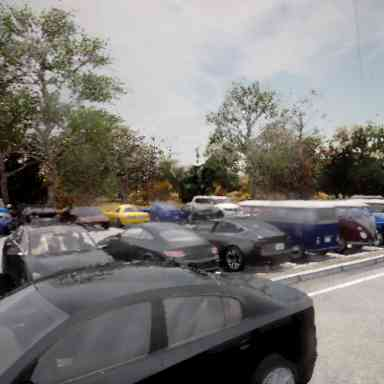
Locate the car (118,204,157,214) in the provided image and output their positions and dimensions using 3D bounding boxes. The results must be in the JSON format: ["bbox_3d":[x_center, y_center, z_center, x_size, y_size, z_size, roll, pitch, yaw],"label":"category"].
[{"bbox_3d":[-4.838,1.591,23.432,1.946,1.575,5.366,0,0,-36],"label":"car"}]

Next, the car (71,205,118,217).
[{"bbox_3d":[-6.966,1.606,21.643,2.163,1.488,4.792,1,0,-36],"label":"car"}]

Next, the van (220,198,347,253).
[{"bbox_3d":[3.396,1.372,13.158,1.878,1.987,4.442,0,0,-36],"label":"van"}]

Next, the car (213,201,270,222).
[{"bbox_3d":[4.292,1.649,29.757,2.097,1.535,5.008,0,0,-36],"label":"car"}]

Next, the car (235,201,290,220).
[{"bbox_3d":[6.548,1.661,31.374,2.097,1.535,5.008,0,0,-36],"label":"car"}]

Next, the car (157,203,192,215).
[{"bbox_3d":[-2.470,1.611,24.896,2.097,1.535,5.008,0,0,-36],"label":"car"}]

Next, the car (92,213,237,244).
[{"bbox_3d":[-1.095,1.596,9.791,2.002,1.452,4.674,1,0,-36],"label":"car"}]

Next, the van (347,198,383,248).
[{"bbox_3d":[5.809,1.389,14.601,1.878,1.987,4.442,0,0,-36],"label":"van"}]

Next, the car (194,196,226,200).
[{"bbox_3d":[2.057,1.386,28.113,2.435,2.045,5.566,0,0,-36],"label":"car"}]

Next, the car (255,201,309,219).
[{"bbox_3d":[8.803,1.675,32.993,2.231,1.521,4.892,0,0,-36],"label":"car"}]

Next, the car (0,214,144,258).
[{"bbox_3d":[-3.379,1.530,8.165,2.231,1.521,4.892,1,0,-36],"label":"car"}]

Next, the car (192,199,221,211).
[{"bbox_3d":[-0.212,1.626,26.514,2.231,1.521,4.892,0,0,-36],"label":"car"}]

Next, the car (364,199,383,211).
[{"bbox_3d":[26.856,1.771,45.921,2.097,1.535,5.008,0,0,-36],"label":"car"}]

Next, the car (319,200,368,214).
[{"bbox_3d":[17.847,1.752,39.433,2.163,1.488,4.792,0,0,-36],"label":"car"}]

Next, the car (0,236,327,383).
[{"bbox_3d":[-0.919,1.486,3.030,5.008,1.535,1.882,1,0,-36],"label":"car"}]

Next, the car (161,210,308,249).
[{"bbox_3d":[1.168,1.610,11.453,2.163,1.488,4.792,0,0,-36],"label":"car"}]

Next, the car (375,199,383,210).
[{"bbox_3d":[29.110,1.824,47.540,2.002,1.452,4.674,0,0,-36],"label":"car"}]

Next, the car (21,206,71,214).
[{"bbox_3d":[-9.262,1.580,20.069,2.163,1.488,4.792,1,0,-36],"label":"car"}]

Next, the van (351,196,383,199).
[{"bbox_3d":[10.233,1.414,18.060,1.878,1.987,4.442,0,0,-36],"label":"van"}]

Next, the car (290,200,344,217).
[{"bbox_3d":[13.426,1.695,36.070,1.946,1.575,5.366,0,0,-36],"label":"car"}]

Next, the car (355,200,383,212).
[{"bbox_3d":[24.597,1.799,44.304,2.002,1.452,4.674,0,0,-36],"label":"car"}]

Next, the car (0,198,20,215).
[{"bbox_3d":[-11.481,1.273,18.407,2.435,2.045,5.566,1,0,-36],"label":"car"}]
